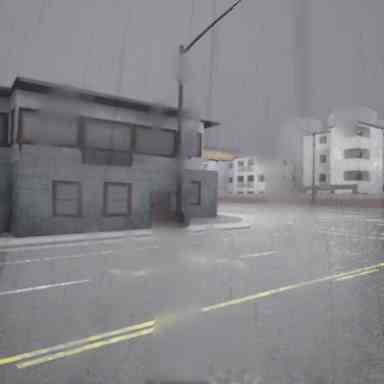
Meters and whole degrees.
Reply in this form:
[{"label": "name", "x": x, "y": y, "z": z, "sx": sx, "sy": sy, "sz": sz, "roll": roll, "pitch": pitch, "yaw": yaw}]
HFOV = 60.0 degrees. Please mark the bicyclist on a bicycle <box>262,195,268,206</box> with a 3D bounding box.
[{"label": "bicyclist on a bicycle", "x": 10.751, "y": 1.326, "z": 49.009, "sx": 0.582, "sy": 1.620, "sz": 1.656, "roll": 2, "pitch": 0, "yaw": 44}]
